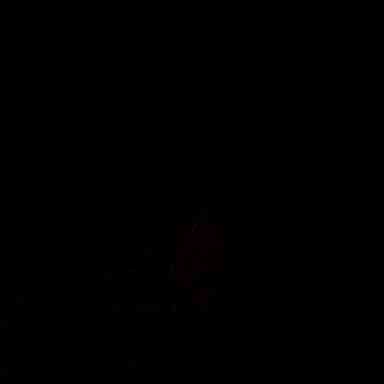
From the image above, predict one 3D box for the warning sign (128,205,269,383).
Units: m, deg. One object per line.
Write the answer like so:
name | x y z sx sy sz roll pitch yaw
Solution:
warning sign | 0.122 1.114 3.836 1.060 1.860 1.300 0 0 35
